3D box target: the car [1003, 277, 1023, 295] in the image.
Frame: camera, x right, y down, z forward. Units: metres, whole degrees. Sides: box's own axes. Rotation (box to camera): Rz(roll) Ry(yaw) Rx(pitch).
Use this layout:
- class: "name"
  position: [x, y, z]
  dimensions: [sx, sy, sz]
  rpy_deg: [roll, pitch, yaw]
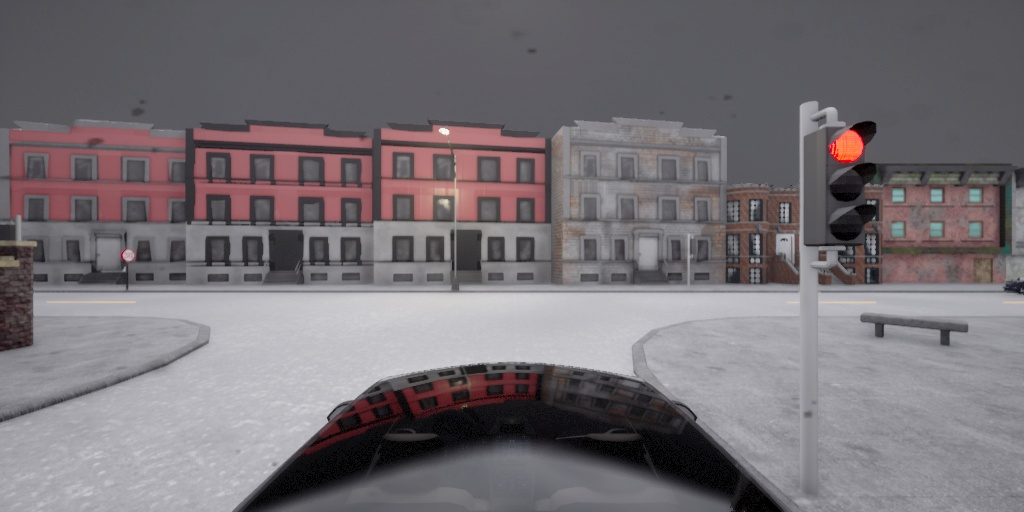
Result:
- class: "car"
  position: [27.469, 1.286, 17.318]
  dimensions: [5.357, 1.411, 2.033]
  rpy_deg: [0, 0, 0]
